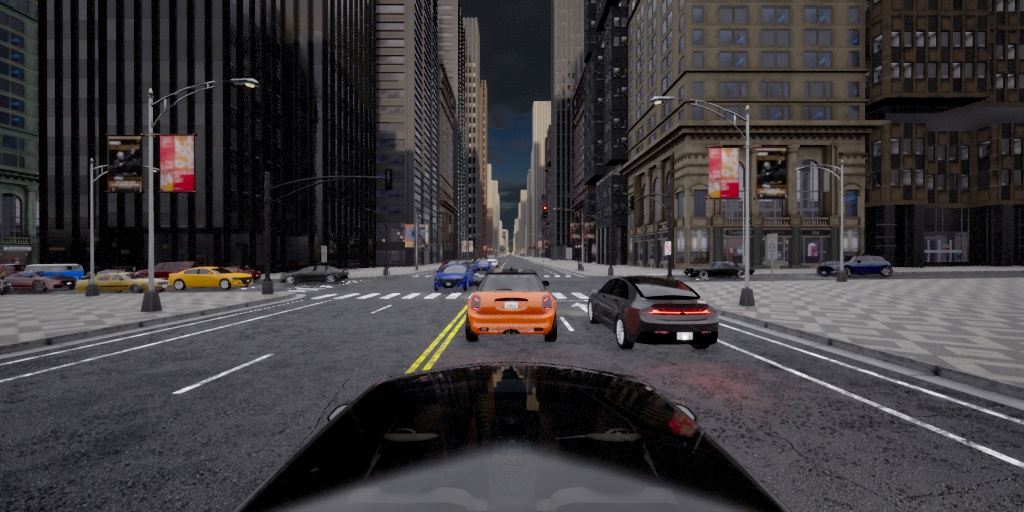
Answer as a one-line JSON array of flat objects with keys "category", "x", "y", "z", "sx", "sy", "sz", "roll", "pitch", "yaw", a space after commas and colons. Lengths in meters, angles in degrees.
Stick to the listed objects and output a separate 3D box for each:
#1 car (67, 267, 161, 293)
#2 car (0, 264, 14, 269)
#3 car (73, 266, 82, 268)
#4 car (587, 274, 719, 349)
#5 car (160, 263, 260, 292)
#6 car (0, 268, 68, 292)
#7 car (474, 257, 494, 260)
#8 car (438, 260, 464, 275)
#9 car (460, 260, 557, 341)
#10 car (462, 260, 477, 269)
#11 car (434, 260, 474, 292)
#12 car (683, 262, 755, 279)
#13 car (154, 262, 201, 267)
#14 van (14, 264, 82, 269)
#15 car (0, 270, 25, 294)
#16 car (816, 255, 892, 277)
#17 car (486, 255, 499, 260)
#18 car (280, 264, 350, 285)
[{"category": "car", "x": -23.883, "y": 1.595, "z": 22.183, "sx": 4.829, "sy": 1.417, "sz": 1.751, "roll": 0, "pitch": 0, "yaw": 0}, {"category": "car", "x": -44.394, "y": 1.625, "z": 30.727, "sx": 5.009, "sy": 1.841, "sz": 2.192, "roll": 0, "pitch": 0, "yaw": 0}, {"category": "car", "x": -34.220, "y": 1.754, "z": 30.719, "sx": 4.207, "sy": 1.307, "sz": 1.802, "roll": 0, "pitch": 0, "yaw": 0}, {"category": "car", "x": 3.234, "y": 1.254, "z": 9.143, "sx": 1.837, "sy": 1.490, "sz": 4.892, "roll": 0, "pitch": 0, "yaw": 0}, {"category": "car", "x": -20.785, "y": 1.491, "z": 24.843, "sx": 5.008, "sy": 1.535, "sz": 1.882, "roll": -1, "pitch": 0, "yaw": 0}, {"category": "car", "x": -32.672, "y": 1.740, "z": 24.850, "sx": 4.181, "sy": 1.385, "sz": 1.994, "roll": -1, "pitch": 0, "yaw": 1}, {"category": "car", "x": -3.452, "y": 1.213, "z": 42.135, "sx": 1.882, "sy": 1.535, "sz": 5.008, "roll": 0, "pitch": 0, "yaw": 0}, {"category": "car", "x": -6.772, "y": 1.214, "z": 40.306, "sx": 1.882, "sy": 1.535, "sz": 5.008, "roll": 0, "pitch": 0, "yaw": 2}, {"category": "car", "x": -0.008, "y": 1.101, "z": 10.003, "sx": 2.097, "sy": 1.767, "sz": 4.553, "roll": 0, "pitch": 0, "yaw": 0}, {"category": "car", "x": -6.729, "y": 1.286, "z": 56.975, "sx": 1.994, "sy": 1.385, "sz": 4.181, "roll": 0, "pitch": 0, "yaw": 0}, {"category": "car", "x": -3.406, "y": 1.223, "z": 21.694, "sx": 1.882, "sy": 1.535, "sz": 5.008, "roll": 0, "pitch": 0, "yaw": 0}, {"category": "car", "x": 16.088, "y": 1.102, "z": 28.086, "sx": 4.718, "sy": 1.301, "sz": 1.895, "roll": -1, "pitch": 0, "yaw": 0}, {"category": "car", "x": -29.133, "y": 1.418, "z": 30.715, "sx": 5.009, "sy": 1.841, "sz": 2.192, "roll": 0, "pitch": 0, "yaw": 0}, {"category": "van", "x": -39.307, "y": 1.582, "z": 30.723, "sx": 3.998, "sy": 1.789, "sz": 1.690, "roll": 0, "pitch": 0, "yaw": 0}, {"category": "car", "x": -33.825, "y": 1.753, "z": 22.180, "sx": 4.403, "sy": 1.370, "sz": 2.007, "roll": 0, "pitch": 0, "yaw": 0}, {"category": "car", "x": 26.697, "y": 0.714, "z": 28.096, "sx": 4.553, "sy": 1.767, "sz": 2.097, "roll": 0, "pitch": 0, "yaw": 0}, {"category": "car", "x": -3.482, "y": 0.937, "z": 59.739, "sx": 2.150, "sy": 2.045, "sz": 5.566, "roll": 0, "pitch": 0, "yaw": 0}, {"category": "car", "x": -15.305, "y": 1.421, "z": 28.023, "sx": 4.892, "sy": 1.490, "sz": 1.837, "roll": -1, "pitch": 3, "yaw": -8}]
